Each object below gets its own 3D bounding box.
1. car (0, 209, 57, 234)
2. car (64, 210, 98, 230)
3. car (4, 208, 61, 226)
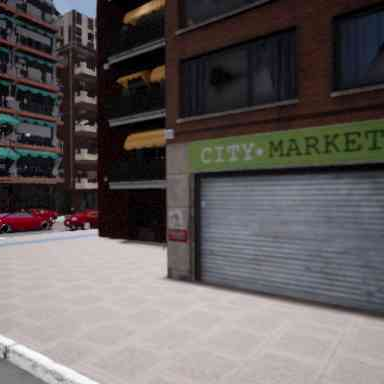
[{"bbox_3d":[-11.898,2.031,23.058,1.994,1.385,4.181,-1,-1,35],"label":"car"},{"bbox_3d":[-7.334,2.038,24.885,1.887,1.381,4.507,-2,-2,35],"label":"car"},{"bbox_3d":[-14.157,2.162,29.691,1.802,1.307,4.206,-2,-2,35],"label":"car"}]
